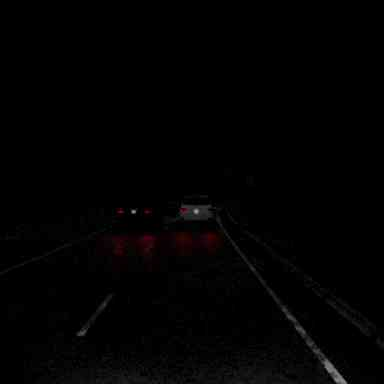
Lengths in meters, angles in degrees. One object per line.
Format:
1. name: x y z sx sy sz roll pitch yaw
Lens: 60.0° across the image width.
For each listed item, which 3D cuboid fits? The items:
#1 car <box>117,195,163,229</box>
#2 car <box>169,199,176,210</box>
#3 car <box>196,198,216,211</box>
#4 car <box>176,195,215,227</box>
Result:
1. car: -3.210 1.196 21.367 2.150 2.045 5.566 0 0 1
2. car: -1.602 1.518 42.533 1.994 1.385 4.181 0 0 8
3. car: 1.825 1.505 42.064 2.033 1.411 5.357 0 0 8
4. car: 0.327 1.195 22.410 2.150 2.045 5.566 0 0 2
